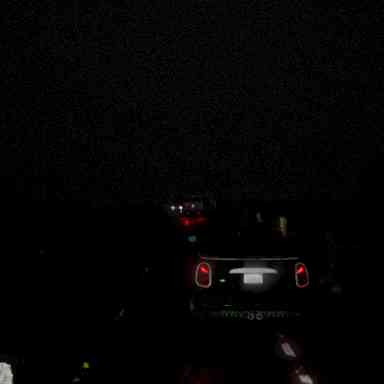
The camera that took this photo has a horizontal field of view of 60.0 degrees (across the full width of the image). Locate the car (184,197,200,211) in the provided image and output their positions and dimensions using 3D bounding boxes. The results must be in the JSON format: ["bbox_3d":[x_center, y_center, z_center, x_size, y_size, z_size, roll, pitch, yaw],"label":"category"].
[{"bbox_3d":[0.069,1.649,45.921,2.097,1.767,4.553,0,0,0],"label":"car"}]

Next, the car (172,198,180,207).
[{"bbox_3d":[-2.676,1.908,60.866,1.837,1.490,4.892,0,-1,0],"label":"car"}]

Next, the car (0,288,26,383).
[{"bbox_3d":[-2.750,1.517,1.781,1.837,1.490,4.892,0,0,0],"label":"car"}]

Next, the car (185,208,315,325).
[{"bbox_3d":[0.970,1.396,7.364,2.097,1.767,4.553,0,0,0],"label":"car"}]

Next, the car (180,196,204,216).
[{"bbox_3d":[0.117,1.446,35.425,2.150,2.045,5.566,0,0,0],"label":"car"}]
